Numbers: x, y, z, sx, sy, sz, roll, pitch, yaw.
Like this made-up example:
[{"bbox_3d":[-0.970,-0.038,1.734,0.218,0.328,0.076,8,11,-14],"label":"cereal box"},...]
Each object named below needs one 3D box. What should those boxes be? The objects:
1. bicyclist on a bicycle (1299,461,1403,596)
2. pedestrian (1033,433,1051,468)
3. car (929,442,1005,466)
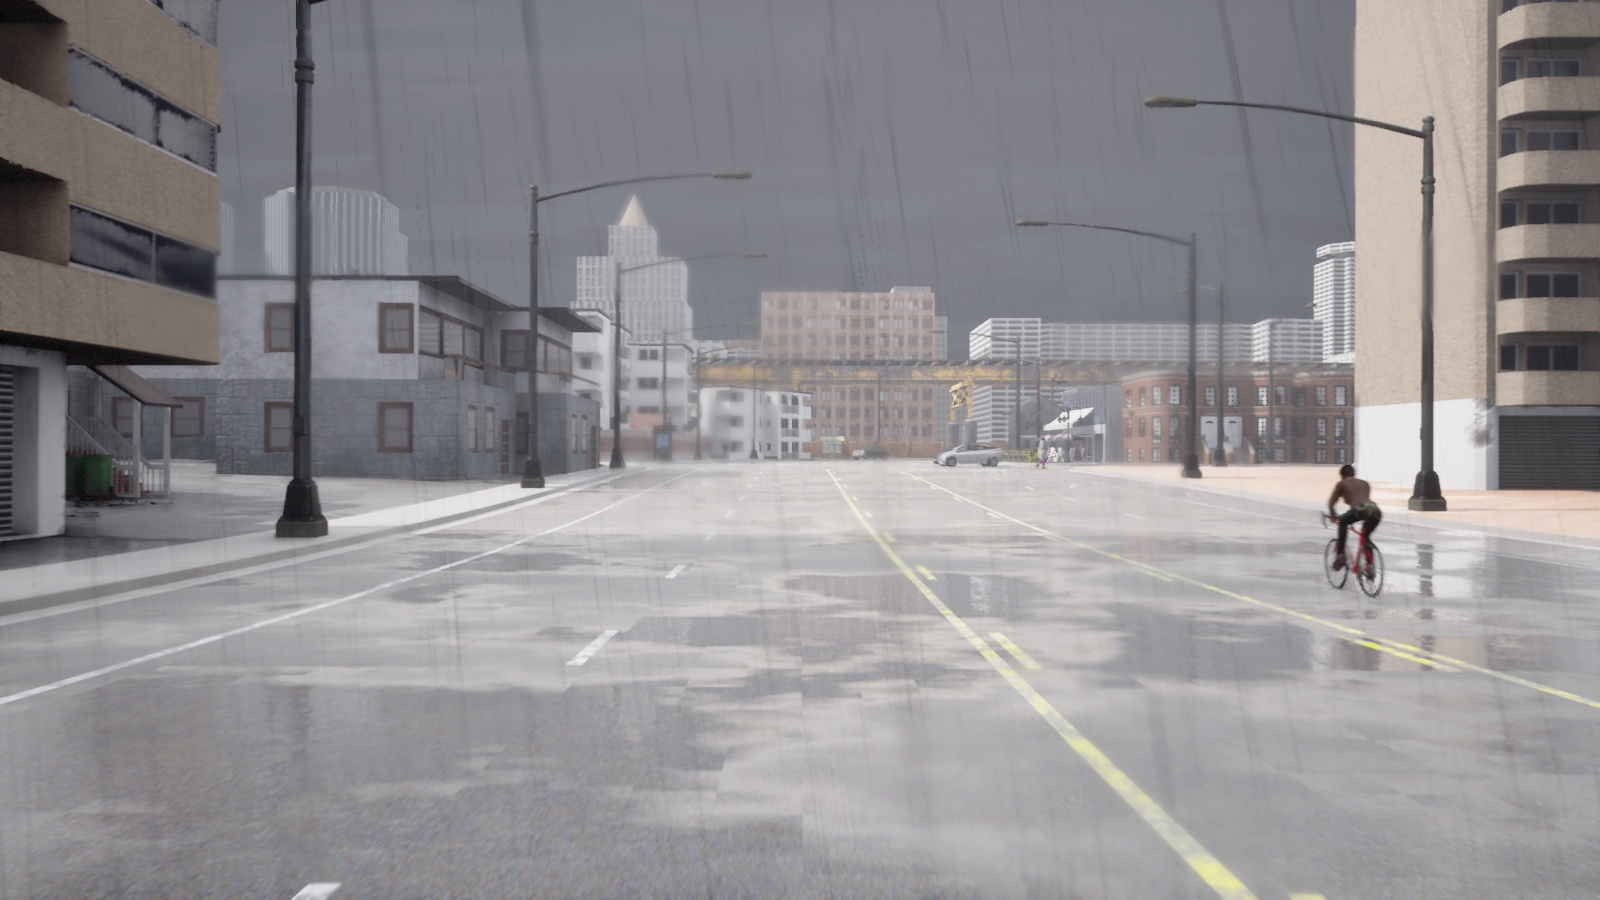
[{"bbox_3d":[6.963,0.955,15.949,0.582,1.620,1.656,0,-1,0],"label":"bicyclist on a bicycle"},{"bbox_3d":[13.885,0.024,71.973,0.873,1.952,0.659,0,0,-4],"label":"pedestrian"},{"bbox_3d":[10.921,0.227,82.237,4.514,1.525,2.007,0,0,-10],"label":"car"}]
